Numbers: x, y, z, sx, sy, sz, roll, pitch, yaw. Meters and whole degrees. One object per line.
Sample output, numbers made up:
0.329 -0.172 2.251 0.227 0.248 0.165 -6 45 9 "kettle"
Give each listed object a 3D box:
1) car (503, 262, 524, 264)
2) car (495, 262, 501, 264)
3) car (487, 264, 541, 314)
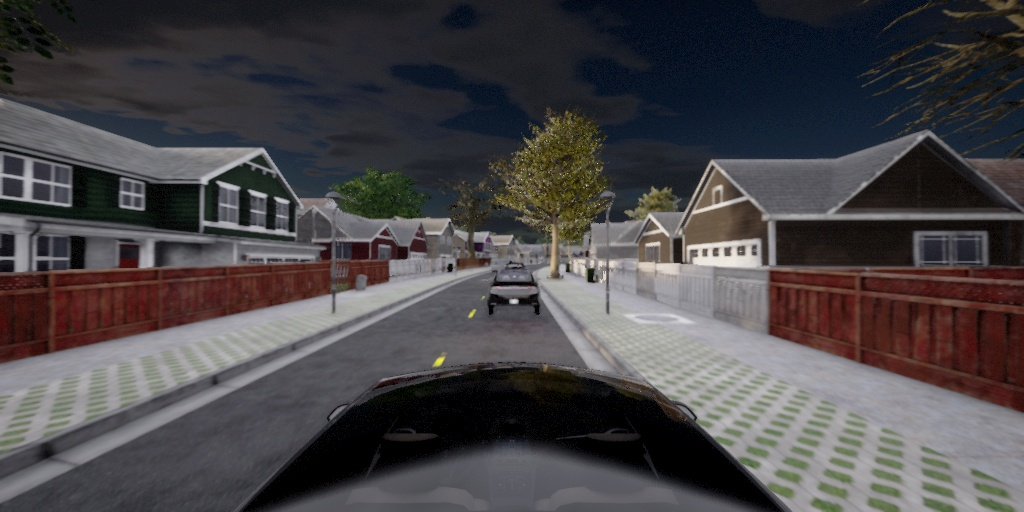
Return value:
0.324 1.268 29.195 1.837 1.490 4.892 0 0 2 "car"
-1.464 1.382 45.186 1.895 1.301 4.718 0 0 6 "car"
0.075 1.247 13.911 2.128 1.511 4.902 0 0 0 "car"
